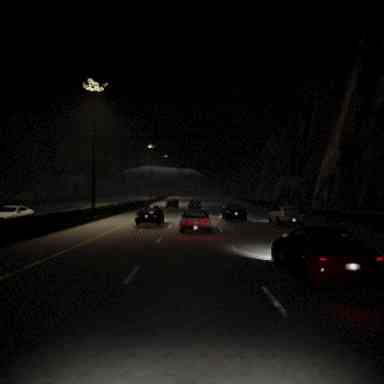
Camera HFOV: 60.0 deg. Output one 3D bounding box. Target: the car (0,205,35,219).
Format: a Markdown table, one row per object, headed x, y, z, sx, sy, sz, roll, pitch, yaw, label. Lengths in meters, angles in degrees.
| x | y | z | sx | sy | sz | roll | pitch | yaw | label |
| --- | --- | --- | --- | --- | --- | --- | --- | --- | --- |
| -13.842 | 1.769 | 25.597 | 1.812 | 1.442 | 4.674 | 0 | 0 | 0 | car |

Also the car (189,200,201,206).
| x | y | z | sx | sy | sz | roll | pitch | yaw | label |
| --- | --- | --- | --- | --- | --- | --- | --- | --- | --- |
| 0.421 | 1.804 | 46.876 | 2.033 | 1.411 | 5.357 | 0 | 0 | 0 | car |

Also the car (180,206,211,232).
| x | y | z | sx | sy | sz | roll | pitch | yaw | label |
| --- | --- | --- | --- | --- | --- | --- | --- | --- | --- |
| 0.229 | 1.825 | 21.810 | 1.895 | 1.301 | 4.718 | 0 | 0 | 0 | car |

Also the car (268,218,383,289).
| x | y | z | sx | sy | sz | roll | pitch | yaw | label |
| --- | --- | --- | --- | --- | --- | --- | --- | --- | --- |
| 3.642 | 1.677 | 9.504 | 1.994 | 1.385 | 4.181 | 0 | -1 | 0 | car |

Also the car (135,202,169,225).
| x | y | z | sx | sy | sz | roll | pitch | yaw | label |
| --- | --- | --- | --- | --- | --- | --- | --- | --- | --- |
| -3.238 | 1.794 | 26.230 | 2.033 | 1.411 | 5.357 | 0 | 0 | 0 | car |

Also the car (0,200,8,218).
| x | y | z | sx | sy | sz | roll | pitch | yaw | label |
| --- | --- | --- | --- | --- | --- | --- | --- | --- | --- |
| -17.331 | 1.431 | 26.988 | 2.128 | 1.511 | 4.902 | 0 | 0 | 0 | car |

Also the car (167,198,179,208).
| x | y | z | sx | sy | sz | roll | pitch | yaw | label |
| --- | --- | --- | --- | --- | --- | --- | --- | --- | --- |
| -3.032 | 1.722 | 53.090 | 2.128 | 1.511 | 4.902 | 0 | 0 | 0 | car |

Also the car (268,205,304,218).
| x | y | z | sx | sy | sz | roll | pitch | yaw | label |
| --- | --- | --- | --- | --- | --- | --- | --- | --- | --- |
| 7.259 | 1.770 | 25.880 | 1.812 | 1.442 | 4.674 | 0 | 0 | 0 | car |

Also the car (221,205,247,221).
| x | y | z | sx | sy | sz | roll | pitch | yaw | label |
| --- | --- | --- | --- | --- | --- | --- | --- | --- | --- |
| 3.795 | 1.826 | 30.411 | 1.994 | 1.385 | 4.181 | 0 | 0 | 0 | car |
